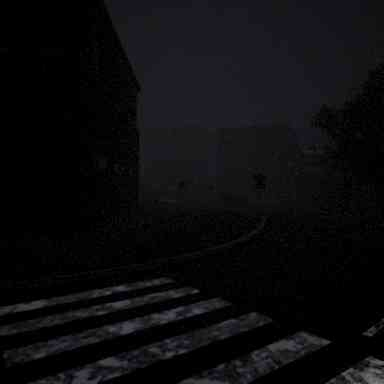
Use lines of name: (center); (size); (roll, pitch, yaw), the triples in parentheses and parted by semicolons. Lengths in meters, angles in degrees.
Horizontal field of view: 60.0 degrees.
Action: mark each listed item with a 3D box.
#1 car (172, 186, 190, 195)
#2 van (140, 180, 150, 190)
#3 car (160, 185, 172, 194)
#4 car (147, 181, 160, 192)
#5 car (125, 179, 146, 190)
car: (-1.695, -0.238, 64.973); (2.231, 1.521, 4.892); (5, 2, 12)
van: (-9.377, -1.346, 69.877); (1.878, 1.987, 4.442); (5, 2, 12)
car: (-4.267, -0.492, 66.579); (2.002, 1.452, 4.674); (6, 2, 12)
car: (-6.878, -0.825, 67.991); (1.946, 1.575, 5.366); (6, 2, 12)
car: (-11.973, -1.662, 71.329); (2.435, 2.045, 5.566); (6, 2, 12)
